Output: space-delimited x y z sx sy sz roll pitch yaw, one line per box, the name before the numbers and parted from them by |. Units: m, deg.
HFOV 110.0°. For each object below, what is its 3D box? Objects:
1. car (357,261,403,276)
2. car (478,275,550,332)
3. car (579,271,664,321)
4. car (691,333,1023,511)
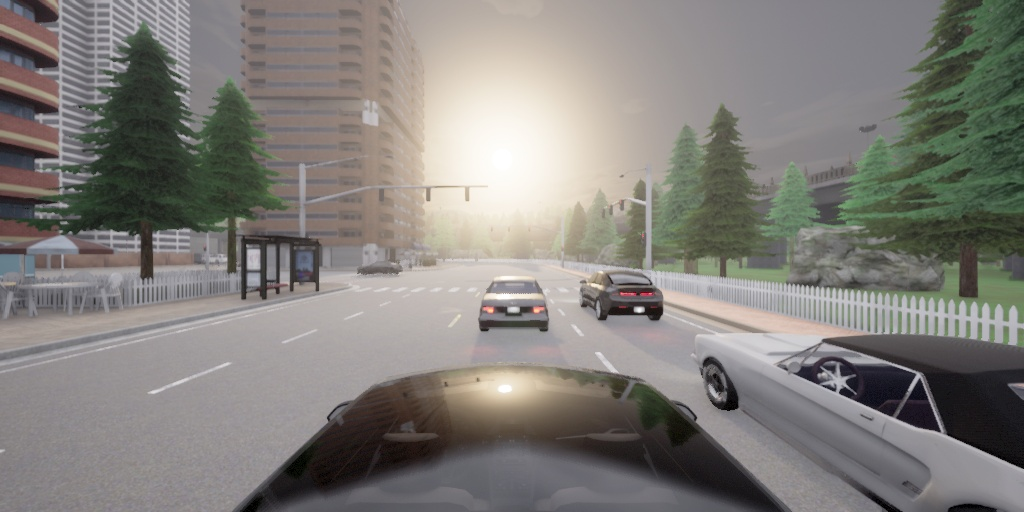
car | -13.854 1.293 37.666 4.674 1.442 1.812 0 0 6
car | 0.077 1.289 10.806 2.033 1.411 5.357 0 0 1
car | 3.564 1.245 12.396 1.837 1.490 4.892 0 0 1
car | 3.514 1.350 3.132 1.895 1.301 4.718 0 0 1
